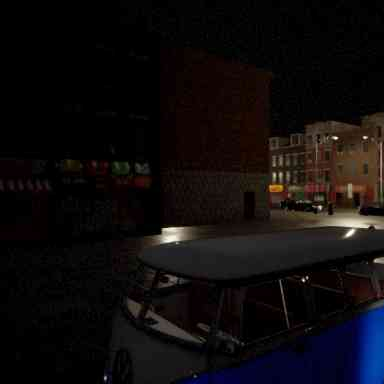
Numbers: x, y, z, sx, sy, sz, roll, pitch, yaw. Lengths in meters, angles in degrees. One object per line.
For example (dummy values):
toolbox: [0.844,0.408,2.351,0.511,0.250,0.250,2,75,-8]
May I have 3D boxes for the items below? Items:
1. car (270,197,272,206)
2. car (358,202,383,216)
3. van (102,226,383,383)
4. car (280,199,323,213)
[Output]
car: [8.635,1.198,46.578,2.150,2.045,5.566,0,0,-35]
car: [17.125,1.571,29.575,1.994,1.385,4.181,0,0,-35]
van: [1.075,1.341,3.587,3.998,1.788,1.690,0,0,-36]
car: [12.006,1.491,36.762,2.128,1.511,4.902,0,0,-35]
